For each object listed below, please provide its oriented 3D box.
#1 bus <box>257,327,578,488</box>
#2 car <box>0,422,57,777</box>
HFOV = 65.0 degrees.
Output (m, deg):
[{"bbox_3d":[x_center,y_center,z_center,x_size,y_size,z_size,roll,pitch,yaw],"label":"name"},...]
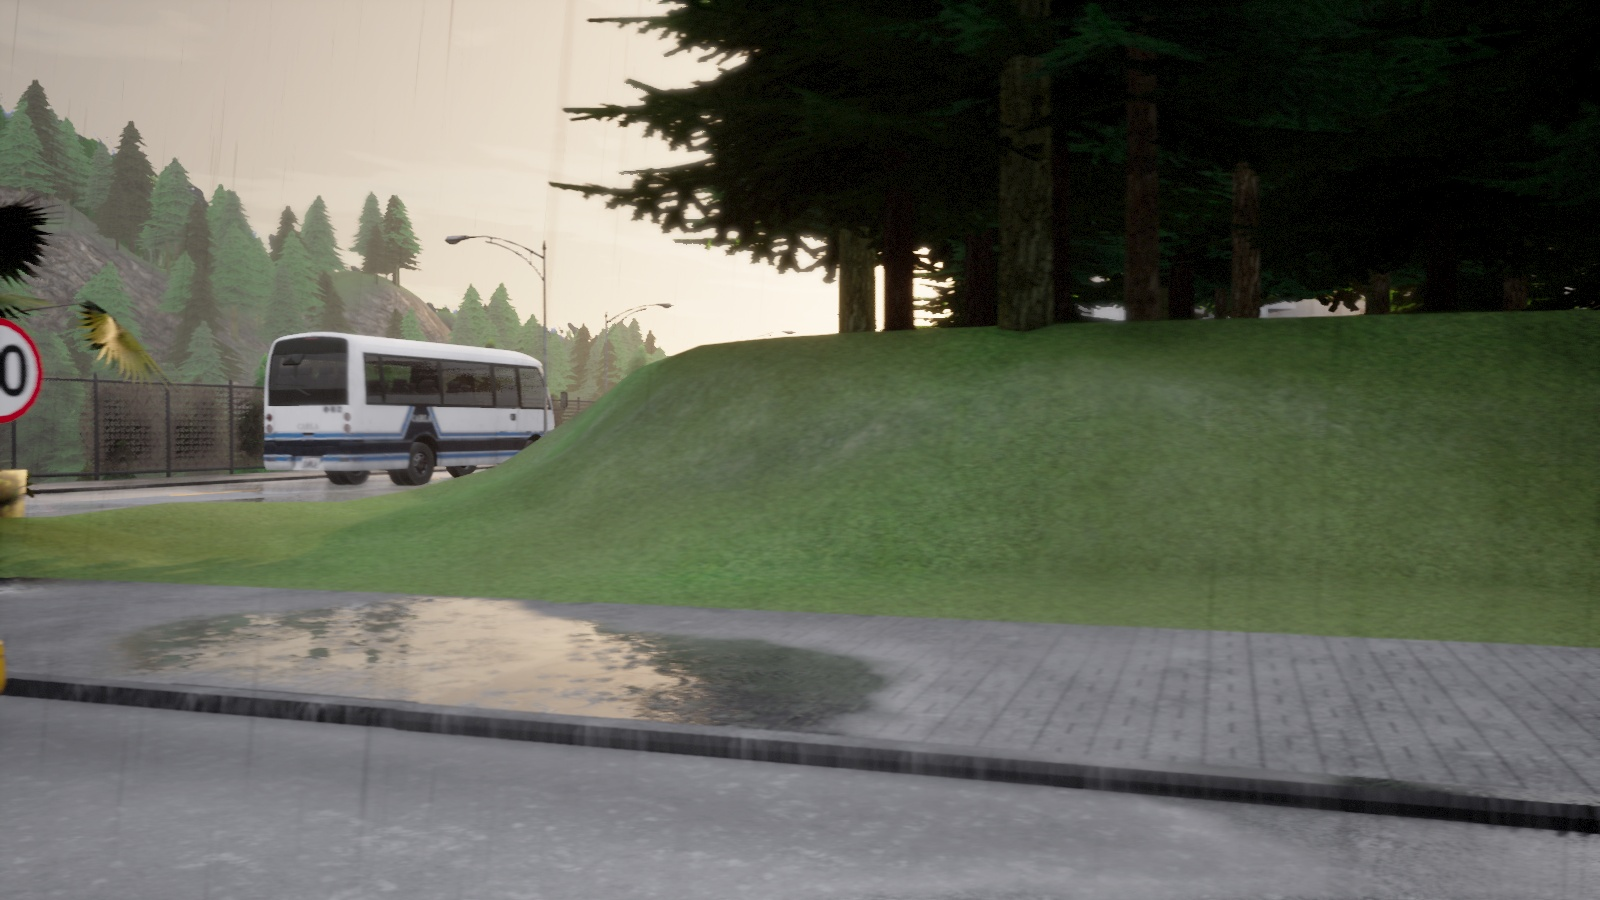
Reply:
[{"bbox_3d":[-11.270,-1.212,38.702,3.944,4.253,10.273,1,1,21],"label":"bus"},{"bbox_3d":[-6.285,0.648,5.836,5.366,1.575,1.801,1,1,19],"label":"car"}]
